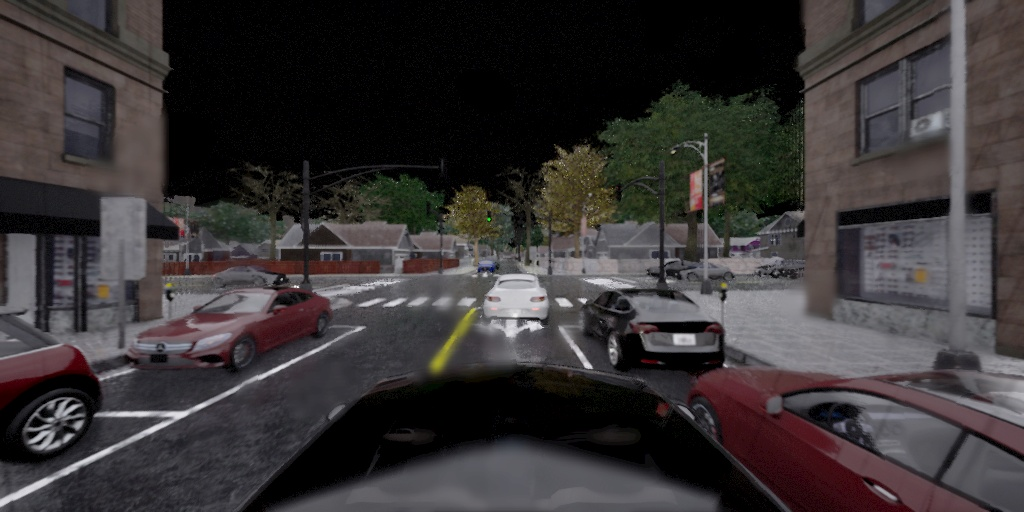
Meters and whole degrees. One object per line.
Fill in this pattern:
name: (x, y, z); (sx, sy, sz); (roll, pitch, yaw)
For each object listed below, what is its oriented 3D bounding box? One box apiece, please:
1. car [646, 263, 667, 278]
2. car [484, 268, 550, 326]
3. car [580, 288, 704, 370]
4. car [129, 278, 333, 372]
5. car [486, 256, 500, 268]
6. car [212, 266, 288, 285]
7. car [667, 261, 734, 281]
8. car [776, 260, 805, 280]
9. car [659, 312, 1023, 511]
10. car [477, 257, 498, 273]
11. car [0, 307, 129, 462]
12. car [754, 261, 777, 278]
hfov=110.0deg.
car: (13.984, 1.139, 30.526); (4.892, 1.490, 1.837); (0, 0, 1)
car: (0.225, 1.268, 11.508); (1.812, 1.442, 4.674); (0, 0, 4)
car: (2.639, 1.311, 7.568); (1.948, 1.339, 4.313); (0, 0, 0)
car: (-5.386, 1.327, 7.569); (1.802, 1.307, 4.207); (0, 0, 0)
car: (-3.030, 0.963, 53.599); (2.150, 2.045, 5.566); (0, 0, 0)
car: (-17.302, 1.393, 23.859); (4.181, 1.385, 1.994); (0, 0, 0)
car: (14.487, 1.199, 27.285); (4.181, 1.385, 1.994); (0, 0, 0)
car: (23.725, 1.131, 27.278); (5.357, 1.411, 2.033); (0, 0, 1)
car: (2.638, 1.332, 2.050); (1.802, 1.307, 4.207); (0, 0, 0)
car: (-3.069, 1.216, 43.361); (1.882, 1.535, 5.008); (0, 0, 0)
car: (-5.387, 1.189, 2.049); (1.967, 1.591, 4.097); (0, 0, 0)
car: (23.314, 1.074, 30.530); (4.902, 1.511, 2.128); (0, 0, 0)
